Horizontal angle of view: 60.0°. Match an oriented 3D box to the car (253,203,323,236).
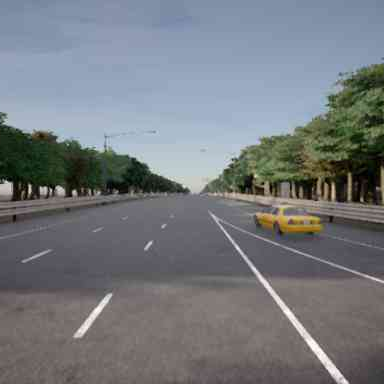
[{"bbox_3d":[4.778,1.333,17.479,1.801,1.575,5.366,0,1,-9],"label":"car"}]
